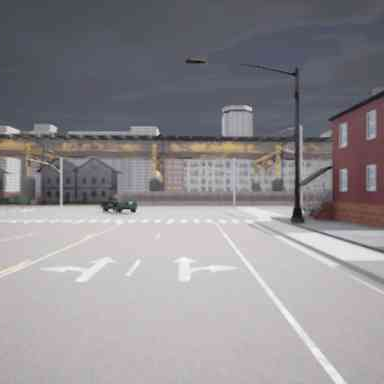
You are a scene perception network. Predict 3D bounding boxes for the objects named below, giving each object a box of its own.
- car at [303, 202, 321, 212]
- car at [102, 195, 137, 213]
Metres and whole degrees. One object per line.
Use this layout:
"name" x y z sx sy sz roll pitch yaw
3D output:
"car" 14.407 1.659 34.370 5.357 1.411 2.033 0 0 2
"car" -8.397 1.344 38.367 2.150 2.045 5.566 0 0 -39
